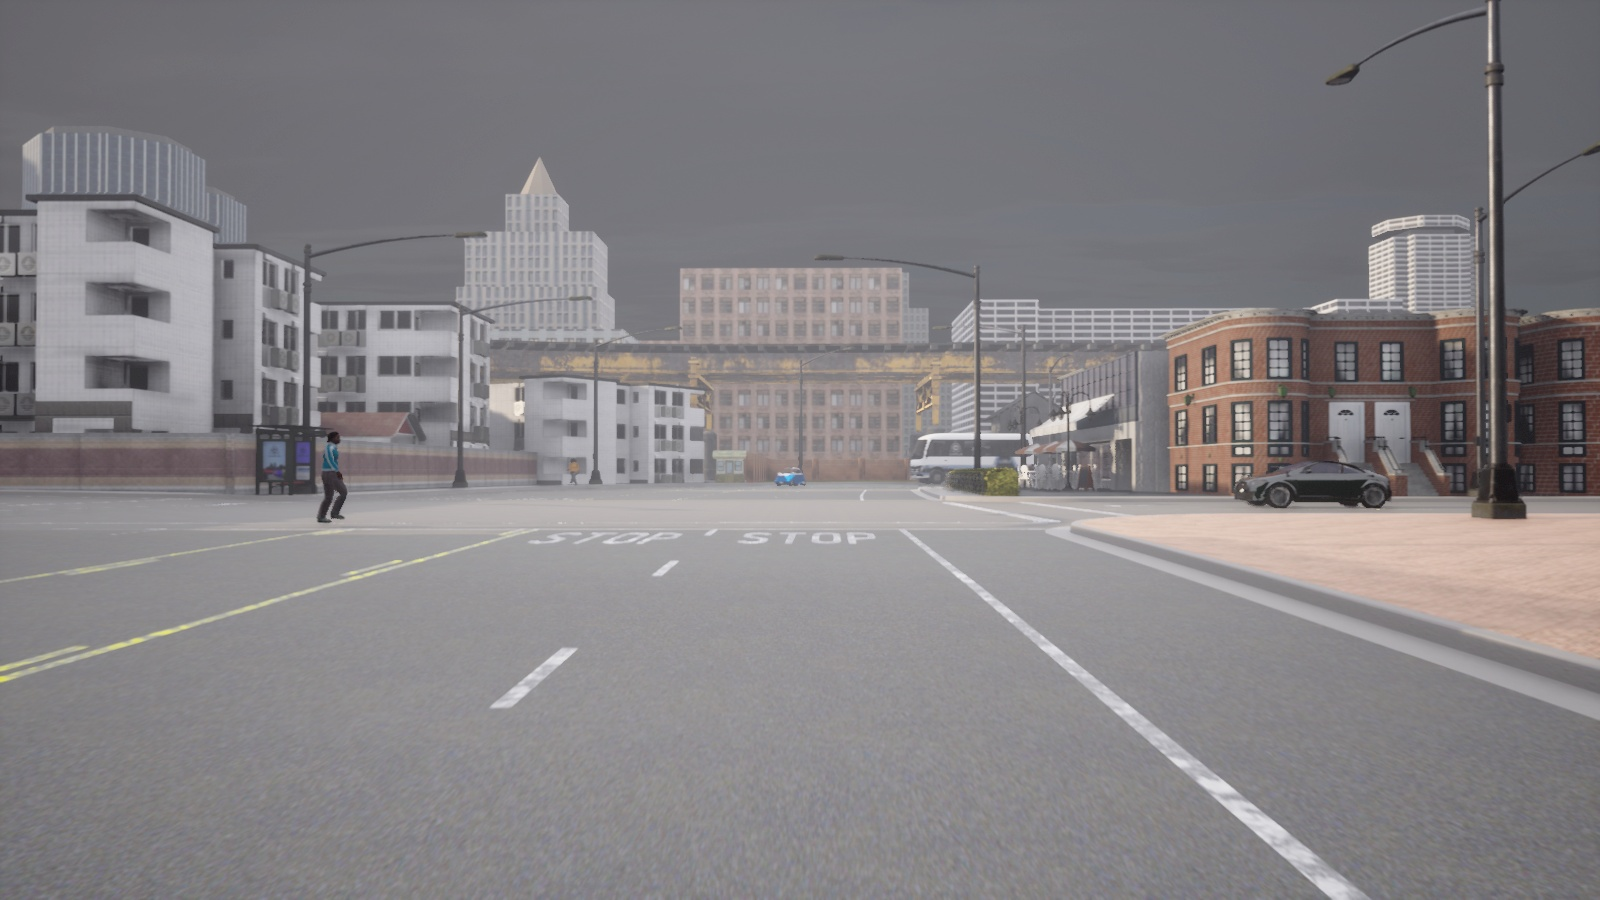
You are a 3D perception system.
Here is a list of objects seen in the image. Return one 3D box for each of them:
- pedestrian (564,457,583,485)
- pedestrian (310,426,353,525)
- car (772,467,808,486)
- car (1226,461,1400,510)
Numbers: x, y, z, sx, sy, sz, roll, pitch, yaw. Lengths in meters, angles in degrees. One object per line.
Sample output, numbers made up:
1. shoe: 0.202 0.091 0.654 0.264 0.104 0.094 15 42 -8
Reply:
1. pedestrian: -14.917 1.384 82.625 0.874 1.855 0.900 0 -1 24
2. pedestrian: -9.211 0.509 24.696 0.692 1.930 0.396 0 -1 -3
3. car: -0.701 1.939 90.794 1.481 1.376 2.207 -1 -2 42
4. car: 14.702 1.011 36.170 4.181 1.385 1.994 0 -1 1
